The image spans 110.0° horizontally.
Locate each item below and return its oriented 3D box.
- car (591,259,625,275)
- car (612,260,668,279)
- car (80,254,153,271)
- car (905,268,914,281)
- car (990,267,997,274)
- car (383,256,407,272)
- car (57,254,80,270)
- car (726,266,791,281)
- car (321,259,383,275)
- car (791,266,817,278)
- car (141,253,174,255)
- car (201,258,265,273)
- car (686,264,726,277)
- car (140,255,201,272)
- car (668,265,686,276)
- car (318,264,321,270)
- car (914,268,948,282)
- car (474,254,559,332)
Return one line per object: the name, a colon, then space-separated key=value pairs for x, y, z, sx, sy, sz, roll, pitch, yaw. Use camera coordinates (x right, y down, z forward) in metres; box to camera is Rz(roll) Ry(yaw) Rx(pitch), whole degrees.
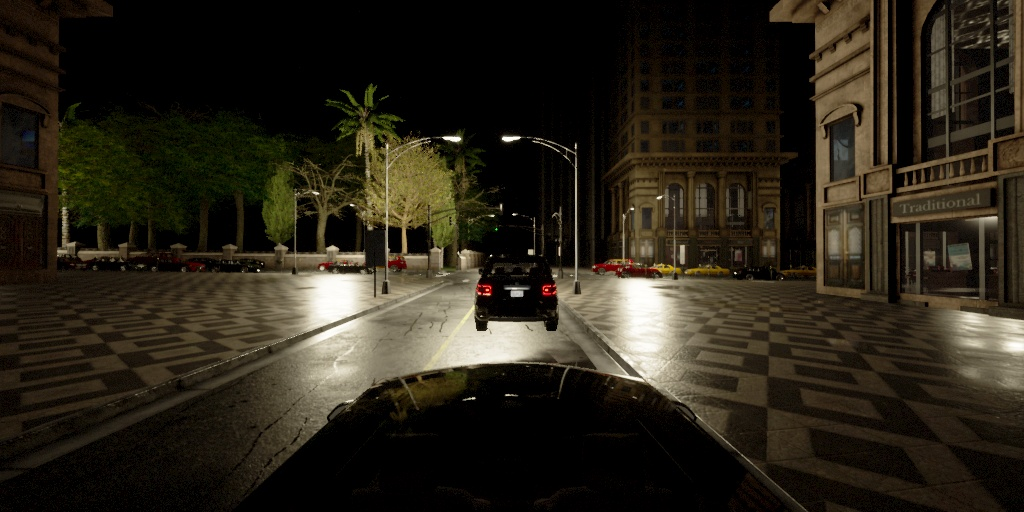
car: x=11.906 y=1.309 z=42.059 sx=5.009 sy=1.841 sz=2.192 roll=0 pitch=0 yaw=0
car: x=11.882 y=1.384 z=33.533 sx=4.097 sy=1.591 sz=1.967 roll=0 pitch=0 yaw=0
car: x=-37.051 y=0.779 z=33.725 sx=4.403 sy=1.370 sz=2.007 roll=0 pitch=0 yaw=0
car: x=34.042 y=1.802 z=33.446 sx=4.313 sy=1.339 sz=1.948 roll=0 pitch=0 yaw=0
car: x=45.123 y=1.813 z=33.403 sx=4.097 sy=1.591 sz=1.967 roll=0 pitch=0 yaw=0
car: x=-14.933 y=0.926 z=42.164 sx=5.009 sy=1.841 sz=2.192 roll=0 pitch=0 yaw=0
car: x=-42.574 y=0.723 z=33.747 sx=4.207 sy=1.307 sz=1.802 roll=0 pitch=0 yaw=0
car: x=22.962 y=1.659 z=33.490 sx=4.313 sy=1.339 sz=1.948 roll=0 pitch=0 yaw=0
car: x=-14.955 y=1.112 z=33.639 sx=4.403 sy=1.370 sz=2.007 roll=0 pitch=0 yaw=0
car: x=33.898 y=1.811 z=41.972 sx=4.829 sy=1.417 sz=1.751 roll=0 pitch=0 yaw=0
car: x=-42.552 y=0.506 z=42.273 sx=5.009 sy=1.841 sz=2.192 roll=0 pitch=0 yaw=0
car: x=-26.002 y=0.963 z=33.682 sx=4.313 sy=1.339 sz=1.948 roll=0 pitch=0 yaw=0
car: x=22.817 y=1.668 z=42.016 sx=4.829 sy=1.417 sz=1.751 roll=0 pitch=0 yaw=0
car: x=-31.527 y=0.858 z=33.704 sx=4.507 sy=1.381 sz=1.888 roll=0 pitch=0 yaw=0
car: x=17.276 y=1.595 z=42.038 sx=4.829 sy=1.417 sz=1.751 roll=0 pitch=0 yaw=0
car: x=-20.457 y=1.074 z=42.186 sx=4.507 sy=1.381 sz=1.888 roll=0 pitch=0 yaw=0
car: x=39.582 y=1.888 z=33.425 sx=4.207 sy=1.307 sz=1.802 roll=0 pitch=0 yaw=0
car: x=0.112 y=0.973 z=11.055 sx=2.150 sy=2.045 sz=5.566 roll=0 pitch=0 yaw=0
